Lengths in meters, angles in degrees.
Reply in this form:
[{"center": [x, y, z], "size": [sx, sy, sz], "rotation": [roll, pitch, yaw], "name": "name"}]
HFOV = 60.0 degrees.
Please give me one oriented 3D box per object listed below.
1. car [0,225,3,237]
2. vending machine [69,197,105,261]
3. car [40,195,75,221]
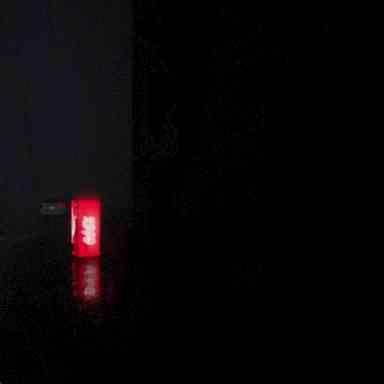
[{"center": [-9.180, 1.590, 13.237], "size": [2.033, 1.411, 5.357], "rotation": [0, 0, -16], "name": "car"}, {"center": [-3.641, 1.225, 11.518], "size": [1.100, 2.100, 0.880], "rotation": [0, 0, -25], "name": "vending machine"}, {"center": [-10.876, 1.294, 28.083], "size": [2.150, 2.045, 5.566], "rotation": [0, -1, -4], "name": "car"}]
